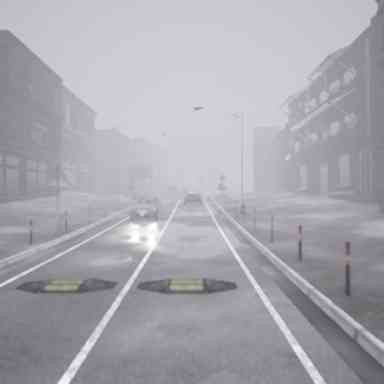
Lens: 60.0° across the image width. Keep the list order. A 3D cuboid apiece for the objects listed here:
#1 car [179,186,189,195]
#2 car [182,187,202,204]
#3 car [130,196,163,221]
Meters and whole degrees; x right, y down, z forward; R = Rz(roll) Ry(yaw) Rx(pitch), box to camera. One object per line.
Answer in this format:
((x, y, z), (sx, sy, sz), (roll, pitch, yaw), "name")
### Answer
((-1.250, -0.347, 65.127), (2.097, 1.767, 4.553), (0, 1, 7), "car")
((0.124, 0.508, 36.317), (1.812, 1.442, 4.674), (0, 2, 0), "car")
((-3.091, 1.059, 23.132), (2.128, 1.511, 4.902), (0, 2, 0), "car")
